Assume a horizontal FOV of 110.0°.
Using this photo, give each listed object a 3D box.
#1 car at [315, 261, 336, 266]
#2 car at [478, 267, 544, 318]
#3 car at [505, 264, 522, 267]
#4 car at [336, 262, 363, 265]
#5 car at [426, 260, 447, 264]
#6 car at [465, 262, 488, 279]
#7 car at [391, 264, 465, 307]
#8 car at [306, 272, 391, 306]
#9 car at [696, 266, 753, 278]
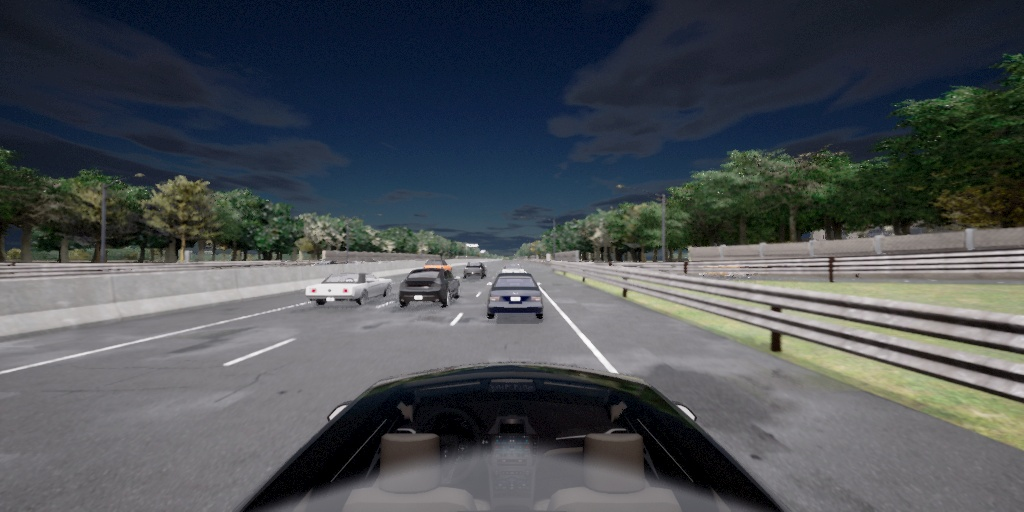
[{"bbox_3d":[-24.504,1.374,47.545,1.812,1.442,4.674,0,0,0],"label":"car"},{"bbox_3d":[0.100,1.306,13.019,2.033,1.411,5.357,0,0,0],"label":"car"},{"bbox_3d":[0.093,1.393,32.145,1.895,1.301,4.718,0,0,0],"label":"car"},{"bbox_3d":[-21.001,1.453,47.742,1.895,1.301,4.718,0,0,0],"label":"car"},{"bbox_3d":[-6.901,1.147,33.423,2.097,1.767,4.553,0,0,0],"label":"car"},{"bbox_3d":[-3.401,1.287,33.668,2.128,1.511,4.902,0,0,0],"label":"car"},{"bbox_3d":[-3.400,1.266,15.459,1.837,1.490,4.892,0,0,0],"label":"car"},{"bbox_3d":[-6.900,1.362,15.867,1.895,1.301,4.718,0,0,0],"label":"car"},{"bbox_3d":[19.115,1.168,32.537,1.882,1.535,5.008,0,-2,-20],"label":"car"}]
